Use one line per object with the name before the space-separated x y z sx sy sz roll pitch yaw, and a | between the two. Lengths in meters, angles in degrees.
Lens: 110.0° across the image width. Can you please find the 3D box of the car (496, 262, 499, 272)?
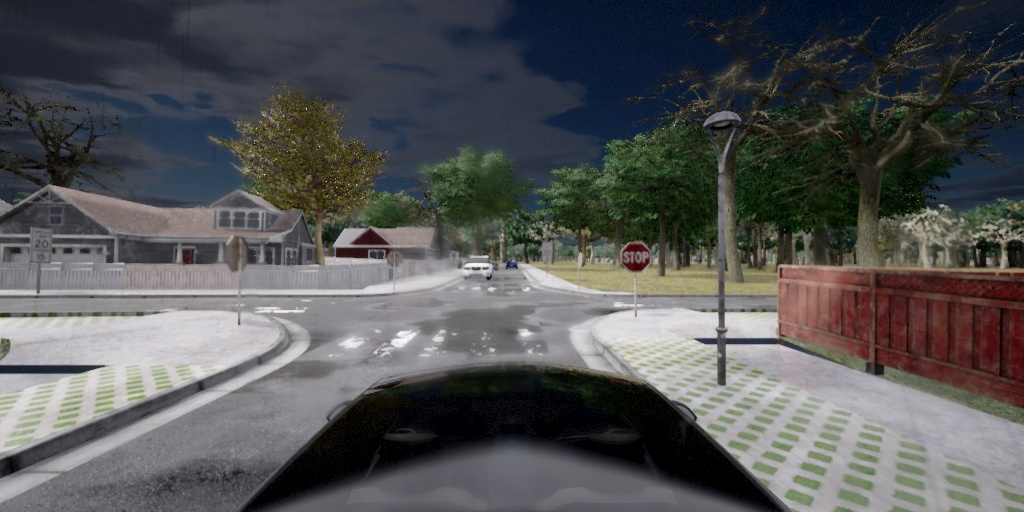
car | -2.853 1.340 49.206 2.128 1.511 4.902 0 0 0

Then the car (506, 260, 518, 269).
car | -0.032 1.370 58.872 1.882 1.535 5.008 0 0 0

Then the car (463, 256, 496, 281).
car | -2.857 1.002 31.186 2.150 2.045 5.566 0 0 0
